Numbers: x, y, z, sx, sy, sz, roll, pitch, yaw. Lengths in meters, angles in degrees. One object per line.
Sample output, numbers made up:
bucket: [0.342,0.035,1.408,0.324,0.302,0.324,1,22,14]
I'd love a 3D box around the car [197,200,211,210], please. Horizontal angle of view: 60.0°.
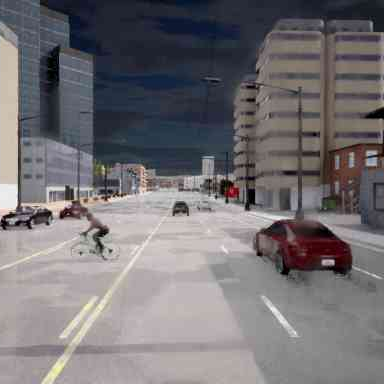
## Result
car: [1.812,1.957,50.511,1.812,1.442,4.674,0,1,-2]

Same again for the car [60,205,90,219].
car: [-11.724,1.948,33.366,1.994,1.385,4.181,0,-1,-2]

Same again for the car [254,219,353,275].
car: [3.273,1.590,10.508,1.812,1.442,4.674,0,0,-2]

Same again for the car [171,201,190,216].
car: [-1.266,1.942,38.015,1.837,1.490,4.892,0,0,-2]

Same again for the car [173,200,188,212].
car: [-1.679,1.991,48.064,2.033,1.411,5.357,0,0,-2]

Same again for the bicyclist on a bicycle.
bicyclist on a bicycle: [-3.224,1.520,11.061,1.656,1.620,0.582,-2,0,-2]

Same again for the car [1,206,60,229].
car: [-11.391,1.726,23.311,2.128,1.511,4.902,0,-1,-2]
